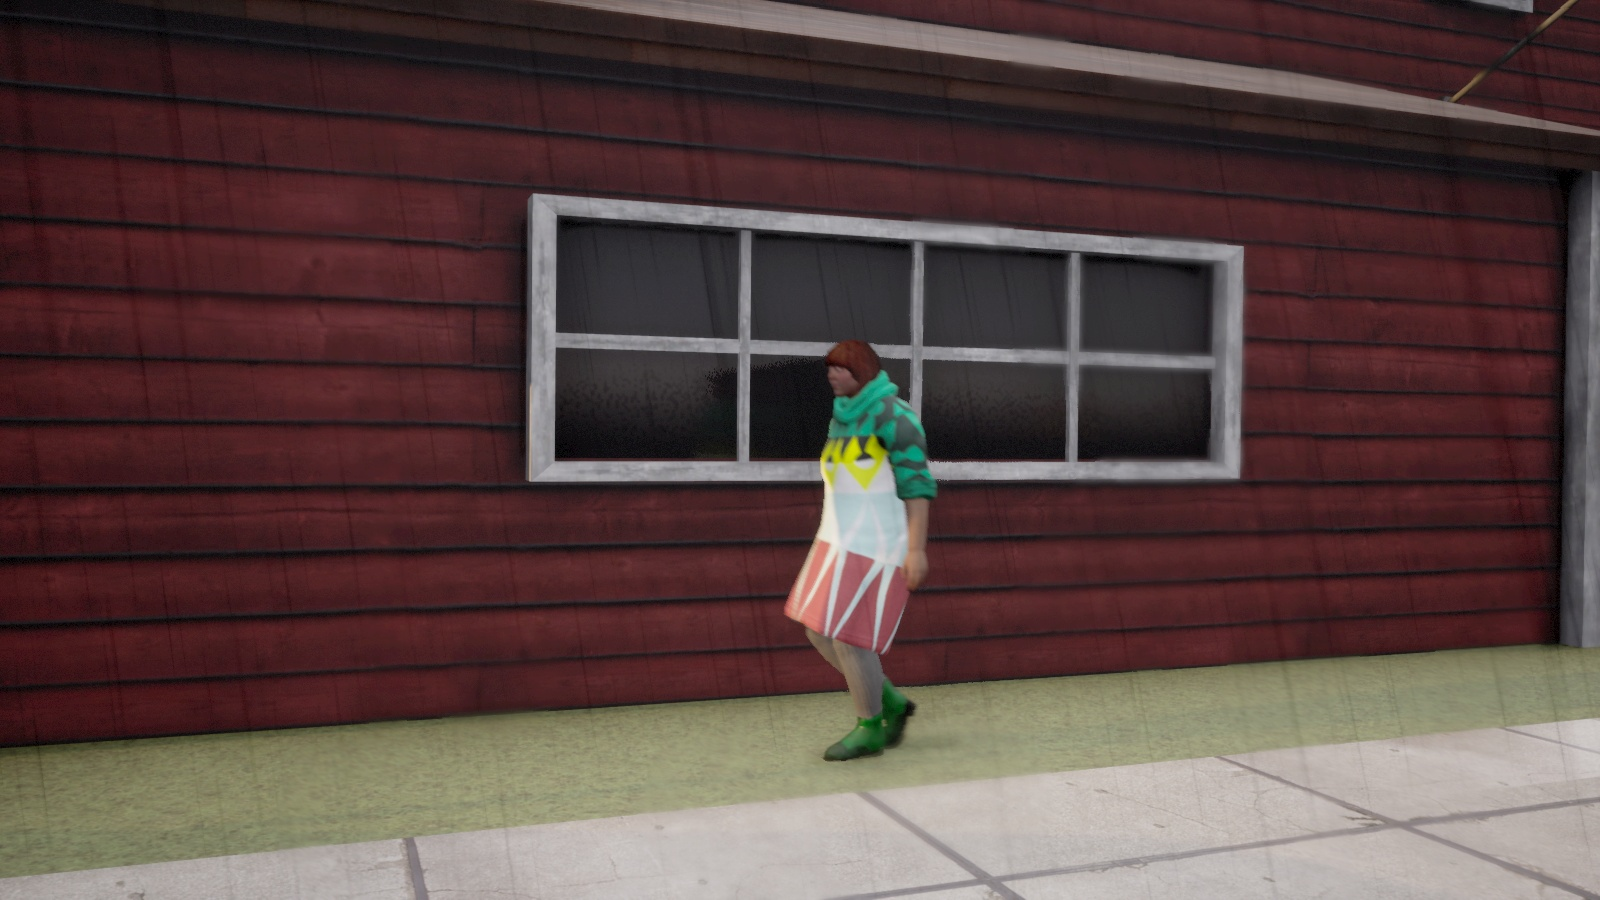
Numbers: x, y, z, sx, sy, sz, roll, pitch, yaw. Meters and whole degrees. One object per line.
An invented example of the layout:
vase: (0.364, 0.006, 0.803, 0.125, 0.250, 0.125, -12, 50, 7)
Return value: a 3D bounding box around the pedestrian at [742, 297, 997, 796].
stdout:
pedestrian: (0.283, 0.370, 5.363, 0.873, 1.952, 0.659, -1, 1, -21)
